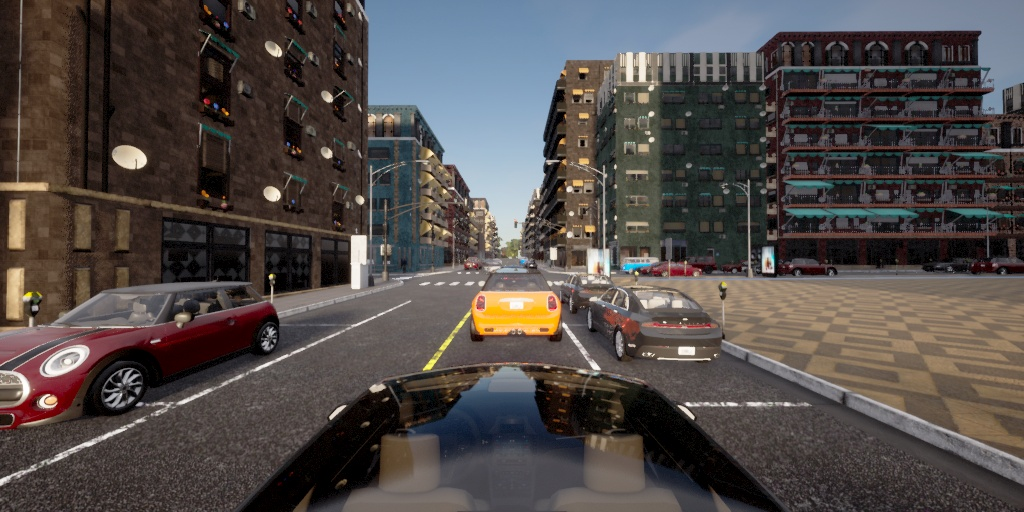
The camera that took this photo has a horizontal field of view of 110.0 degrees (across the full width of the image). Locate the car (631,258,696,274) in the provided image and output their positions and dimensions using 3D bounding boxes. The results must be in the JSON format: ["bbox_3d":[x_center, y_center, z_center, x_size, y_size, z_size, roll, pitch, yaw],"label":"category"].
[{"bbox_3d":[15.218,1.203,35.971,5.357,1.411,2.033,0,-1,0],"label":"car"}]

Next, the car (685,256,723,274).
[{"bbox_3d":[19.305,0.977,38.518,5.009,1.841,2.192,0,0,0],"label":"car"}]

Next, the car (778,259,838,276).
[{"bbox_3d":[24.769,0.935,30.098,4.097,1.591,1.967,0,0,0],"label":"car"}]

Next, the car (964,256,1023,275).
[{"bbox_3d":[41.350,0.811,29.975,4.097,1.591,1.967,0,0,0],"label":"car"}]

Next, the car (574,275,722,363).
[{"bbox_3d":[2.822,1.302,7.985,2.007,1.370,4.403,0,0,0],"label":"car"}]

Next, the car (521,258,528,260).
[{"bbox_3d":[2.701,1.334,51.747,1.948,1.339,4.313,0,0,0],"label":"car"}]

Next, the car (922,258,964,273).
[{"bbox_3d":[43.988,0.945,35.709,4.892,1.490,1.837,0,-1,1],"label":"car"}]

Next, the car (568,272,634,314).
[{"bbox_3d":[2.823,1.304,13.555,2.007,1.370,4.403,0,0,0],"label":"car"}]

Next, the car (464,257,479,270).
[{"bbox_3d":[-5.679,1.083,51.789,2.192,1.841,5.009,0,0,0],"label":"car"}]

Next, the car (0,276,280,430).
[{"bbox_3d":[-5.819,1.191,5.751,1.967,1.591,4.097,0,0,0],"label":"car"}]

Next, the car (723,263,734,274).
[{"bbox_3d":[24.833,1.165,38.478,4.507,1.381,1.888,0,0,0],"label":"car"}]

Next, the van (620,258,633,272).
[{"bbox_3d":[13.777,1.046,38.559,3.998,1.789,1.690,0,0,0],"label":"van"}]

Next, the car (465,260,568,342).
[{"bbox_3d":[0.099,1.104,9.965,2.097,1.767,4.553,0,0,0],"label":"car"}]

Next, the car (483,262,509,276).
[{"bbox_3d":[-1.916,1.427,40.602,1.895,1.301,4.718,0,0,-16],"label":"car"}]

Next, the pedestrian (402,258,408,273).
[{"bbox_3d":[-12.521,1.097,41.715,0.375,1.860,0.375,0,0,0],"label":"pedestrian"}]

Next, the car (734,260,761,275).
[{"bbox_3d":[25.597,1.067,35.893,4.902,1.511,2.128,0,-1,1],"label":"car"}]

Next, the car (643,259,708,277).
[{"bbox_3d":[13.713,1.162,30.179,4.207,1.307,1.802,0,0,0],"label":"car"}]
